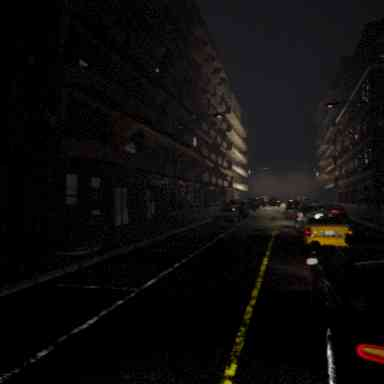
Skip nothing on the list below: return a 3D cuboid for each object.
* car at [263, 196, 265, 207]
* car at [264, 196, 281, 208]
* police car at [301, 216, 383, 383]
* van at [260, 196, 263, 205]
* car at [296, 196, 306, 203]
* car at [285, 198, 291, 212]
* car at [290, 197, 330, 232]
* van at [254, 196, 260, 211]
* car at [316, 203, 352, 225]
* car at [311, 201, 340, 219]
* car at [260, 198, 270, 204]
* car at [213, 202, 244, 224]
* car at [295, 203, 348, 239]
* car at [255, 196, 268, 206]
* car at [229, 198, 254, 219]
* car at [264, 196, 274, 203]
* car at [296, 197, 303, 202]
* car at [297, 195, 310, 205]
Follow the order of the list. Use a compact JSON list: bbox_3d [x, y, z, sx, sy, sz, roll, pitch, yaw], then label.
[{"bbox_3d":[11.985,1.721,58.943,2.192,1.841,5.009,0,0,16],"label":"car"},{"bbox_3d":[13.842,1.670,56.188,2.097,1.767,4.553,-2,-1,16],"label":"car"},{"bbox_3d":[2.785,1.403,4.797,1.930,1.638,5.238,-2,-1,16],"label":"police car"},{"bbox_3d":[8.952,1.684,48.306,1.690,1.788,3.998,0,0,16],"label":"van"},{"bbox_3d":[25.579,1.757,78.011,1.967,1.590,4.097,-1,-1,16],"label":"car"},{"bbox_3d":[12.356,1.700,40.888,2.033,1.411,5.357,-2,-1,16],"label":"car"},{"bbox_3d":[7.244,1.384,20.026,2.097,1.767,4.553,-2,-1,16],"label":"car"},{"bbox_3d":[7.435,1.654,42.986,1.690,1.788,3.998,0,0,16],"label":"van"},{"bbox_3d":[10.444,1.548,24.811,1.887,1.381,4.507,0,0,16],"label":"car"},{"bbox_3d":[11.961,1.578,30.131,2.008,1.369,4.403,0,0,16],"label":"car"},{"bbox_3d":[16.536,2.077,74.897,1.947,1.339,4.313,0,0,16],"label":"car"},{"bbox_3d":[2.840,1.762,26.868,1.752,1.417,4.829,0,0,16],"label":"car"},{"bbox_3d":[5.663,1.465,14.465,1.801,1.575,5.366,-2,-1,16],"label":"car"},{"bbox_3d":[13.502,1.755,64.261,2.192,1.841,5.009,0,0,16],"label":"car"},{"bbox_3d":[4.403,1.576,32.352,2.192,1.841,5.009,0,0,16],"label":"car"},{"bbox_3d":[21.085,1.947,90.852,2.192,1.841,5.009,0,-1,16],"label":"car"},{"bbox_3d":[28.614,1.981,88.647,1.802,1.307,4.206,-1,-1,16],"label":"car"},{"bbox_3d":[22.544,1.556,67.373,2.192,1.841,5.009,0,-1,16],"label":"car"}]
